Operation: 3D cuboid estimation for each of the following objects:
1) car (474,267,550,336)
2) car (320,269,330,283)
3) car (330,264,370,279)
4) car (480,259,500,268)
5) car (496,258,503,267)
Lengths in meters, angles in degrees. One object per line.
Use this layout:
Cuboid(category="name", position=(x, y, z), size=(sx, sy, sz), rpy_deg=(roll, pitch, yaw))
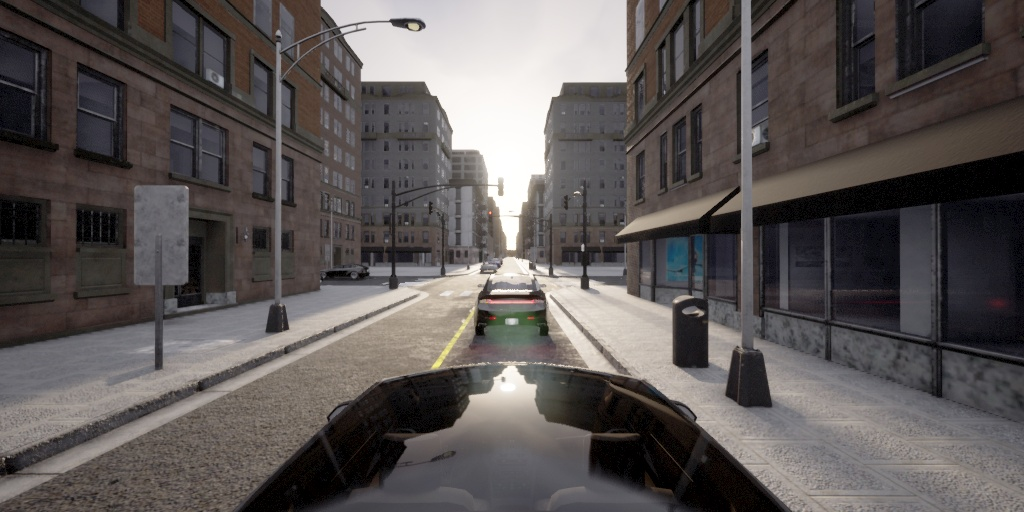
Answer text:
Cuboid(category="car", position=(-0.001, 1.241, 10.388), size=(2.128, 1.511, 4.902), rpy_deg=(0, 0, 0))
Cuboid(category="car", position=(-14.773, 1.288, 23.532), size=(4.313, 1.339, 1.948), rpy_deg=(0, 0, 0))
Cuboid(category="car", position=(-14.768, 1.329, 31.558), size=(4.313, 1.339, 1.948), rpy_deg=(0, 0, 0))
Cuboid(category="car", position=(-2.853, 1.324, 43.688), size=(1.895, 1.301, 4.718), rpy_deg=(0, 0, 0))
Cuboid(category="car", position=(-2.841, 1.180, 58.655), size=(1.882, 1.535, 5.008), rpy_deg=(0, 1, 0))
